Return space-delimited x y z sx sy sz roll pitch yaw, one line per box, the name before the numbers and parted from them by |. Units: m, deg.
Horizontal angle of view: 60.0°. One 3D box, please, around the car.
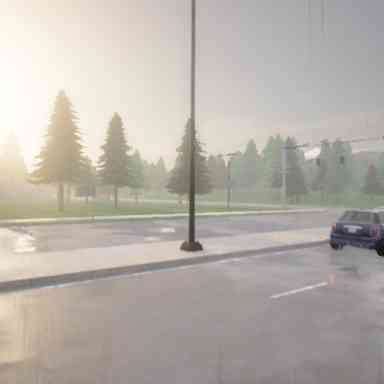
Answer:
car | 7.732 1.479 13.680 4.553 1.767 2.097 1 0 -35
